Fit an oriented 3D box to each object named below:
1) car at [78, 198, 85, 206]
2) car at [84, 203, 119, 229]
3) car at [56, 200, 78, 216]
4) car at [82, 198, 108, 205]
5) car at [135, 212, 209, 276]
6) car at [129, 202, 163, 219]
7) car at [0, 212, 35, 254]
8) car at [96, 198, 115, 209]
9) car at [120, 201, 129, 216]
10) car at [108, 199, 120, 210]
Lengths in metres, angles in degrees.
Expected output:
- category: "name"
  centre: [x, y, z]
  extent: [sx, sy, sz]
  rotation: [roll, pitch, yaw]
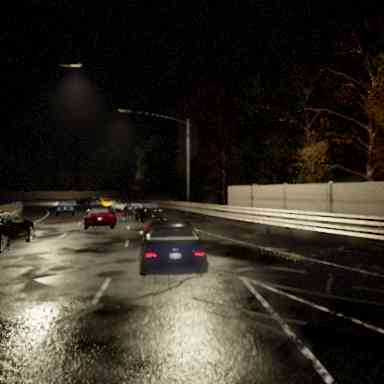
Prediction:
- category: "car"
  centre: [-21.009, 1.867, 64.269]
  extent: [2.128, 1.511, 4.902]
  rotation: [0, 0, -35]
- category: "car"
  centre: [-6.319, 1.696, 23.104]
  extent: [1.994, 1.385, 4.181]
  rotation: [0, 0, -12]
- category: "car"
  centre: [-13.810, 1.762, 36.163]
  extent: [2.033, 1.411, 5.357]
  rotation: [0, 0, -21]
- category: "car"
  centre: [-11.861, 1.798, 40.569]
  extent: [1.994, 1.385, 4.181]
  rotation: [0, 0, -22]
- category: "car"
  centre: [-0.695, 1.604, 10.558]
  extent: [2.033, 1.411, 5.357]
  rotation: [0, 0, -7]
- category: "car"
  centre: [-3.657, 1.642, 27.596]
  extent: [2.128, 1.511, 4.902]
  rotation: [0, 0, -17]
- category: "car"
  centre: [-8.130, 1.579, 13.829]
  extent: [2.128, 1.511, 4.902]
  rotation: [0, 0, -8]
- category: "car"
  centre: [-13.789, 1.778, 52.668]
  extent: [1.882, 1.535, 5.008]
  rotation: [0, 0, -28]
- category: "car"
  centre: [-6.072, 1.757, 34.981]
  extent: [1.994, 1.385, 4.181]
  rotation: [0, 0, -18]
- category: "car"
  centre: [-9.494, 1.846, 43.687]
  extent: [1.895, 1.301, 4.718]
  rotation: [0, 0, -23]
